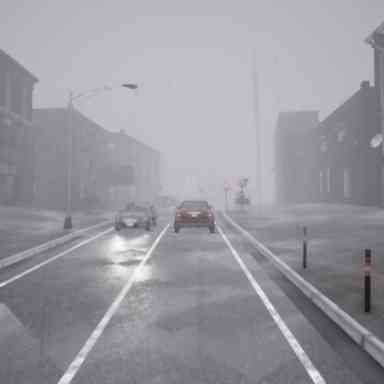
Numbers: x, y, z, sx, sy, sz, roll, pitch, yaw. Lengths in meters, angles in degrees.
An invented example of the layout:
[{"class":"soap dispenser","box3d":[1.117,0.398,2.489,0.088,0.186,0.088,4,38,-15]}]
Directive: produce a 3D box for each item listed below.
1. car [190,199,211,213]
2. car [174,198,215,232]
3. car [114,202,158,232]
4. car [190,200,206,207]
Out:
[{"class":"car","box3d":[1.064,1.511,37.588,2.033,1.411,5.357,0,-1,5]},{"class":"car","box3d":[0.142,1.180,18.808,2.097,1.767,4.553,0,0,1]},{"class":"car","box3d":[-3.031,1.320,18.816,2.128,1.511,4.902,0,0,1]},{"class":"car","box3d":[1.072,2.027,58.966,1.895,1.301,4.718,-1,-1,12]}]
